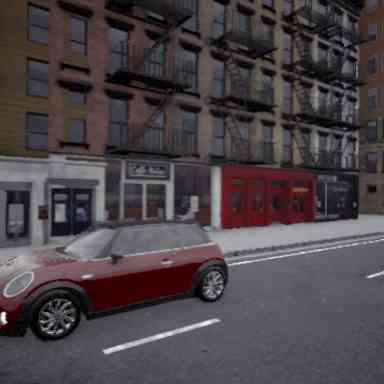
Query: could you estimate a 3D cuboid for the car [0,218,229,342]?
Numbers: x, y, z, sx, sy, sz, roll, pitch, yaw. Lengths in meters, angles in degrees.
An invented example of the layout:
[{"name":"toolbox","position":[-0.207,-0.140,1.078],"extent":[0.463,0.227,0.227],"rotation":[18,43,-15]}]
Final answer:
[{"name":"car","position":[-1.472,1.364,6.630],"extent":[4.553,1.767,2.097],"rotation":[0,0,-36]}]
